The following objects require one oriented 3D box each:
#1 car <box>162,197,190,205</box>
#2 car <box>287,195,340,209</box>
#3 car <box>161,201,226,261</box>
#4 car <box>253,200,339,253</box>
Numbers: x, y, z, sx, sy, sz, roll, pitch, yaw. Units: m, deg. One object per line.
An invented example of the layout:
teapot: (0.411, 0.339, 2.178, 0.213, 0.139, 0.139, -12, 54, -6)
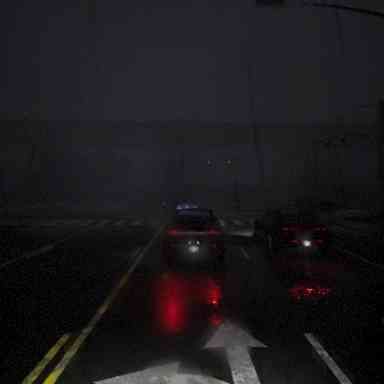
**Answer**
car: (-1.060, 1.107, 25.621, 2.033, 1.411, 5.357, 0, 1, -16)
car: (9.932, 1.017, 27.625, 4.902, 1.511, 2.128, 0, 0, -19)
car: (0.066, 1.294, 11.450, 2.128, 1.511, 4.902, 0, 1, 0)
car: (3.574, 1.286, 12.702, 1.837, 1.490, 4.892, 0, 1, 0)
